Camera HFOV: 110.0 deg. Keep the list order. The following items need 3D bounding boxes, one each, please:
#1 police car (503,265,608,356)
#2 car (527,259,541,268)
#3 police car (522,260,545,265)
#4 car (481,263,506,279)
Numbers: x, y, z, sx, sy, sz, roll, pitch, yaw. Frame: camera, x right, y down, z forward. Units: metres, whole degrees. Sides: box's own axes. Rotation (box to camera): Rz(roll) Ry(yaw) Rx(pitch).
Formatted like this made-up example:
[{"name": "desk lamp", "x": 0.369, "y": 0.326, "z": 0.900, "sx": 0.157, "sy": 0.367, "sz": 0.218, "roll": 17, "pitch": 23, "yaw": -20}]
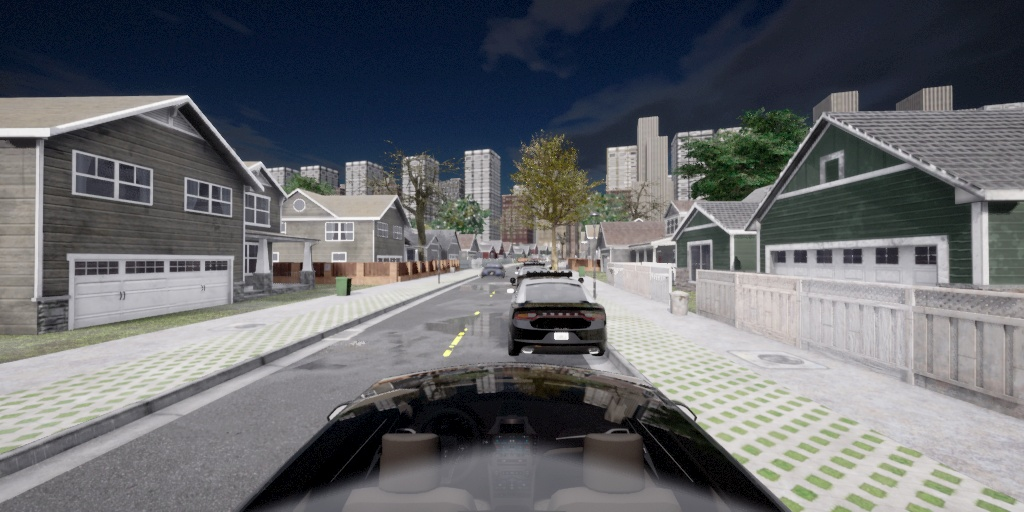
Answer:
[{"name": "police car", "x": 0.894, "y": 1.177, "z": 8.751, "sx": 1.930, "sy": 1.638, "sz": 5.238, "roll": 0, "pitch": 0, "yaw": 1}, {"name": "car", "x": 3.870, "y": 1.293, "z": 62.515, "sx": 2.128, "sy": 1.511, "sz": 4.902, "roll": 0, "pitch": 0, "yaw": 8}, {"name": "police car", "x": 1.172, "y": 1.182, "z": 18.704, "sx": 1.930, "sy": 1.638, "sz": 5.238, "roll": 0, "pitch": 0, "yaw": 2}, {"name": "car", "x": -1.623, "y": 1.333, "z": 32.761, "sx": 1.994, "sy": 1.385, "sz": 4.181, "roll": 0, "pitch": 0, "yaw": 4}]
